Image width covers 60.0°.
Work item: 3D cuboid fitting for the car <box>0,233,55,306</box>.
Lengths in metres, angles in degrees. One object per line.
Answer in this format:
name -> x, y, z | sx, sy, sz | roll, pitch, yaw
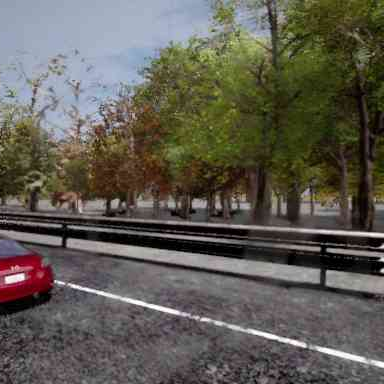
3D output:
car -> -4.965, 1.605, 7.399 | 4.181, 1.385, 1.994 | 0, 0, 35
